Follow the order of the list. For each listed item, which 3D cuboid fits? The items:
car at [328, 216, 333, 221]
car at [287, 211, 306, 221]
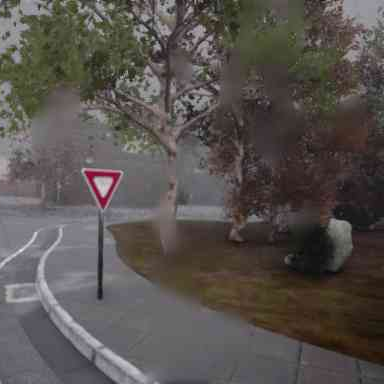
[{"bbox_3d":[20.204,3.670,47.629,4.674,1.442,1.812,4,-1,-39],"label":"car"},{"bbox_3d":[15.531,3.386,47.885,4.892,1.490,1.837,5,-2,-39],"label":"car"}]
